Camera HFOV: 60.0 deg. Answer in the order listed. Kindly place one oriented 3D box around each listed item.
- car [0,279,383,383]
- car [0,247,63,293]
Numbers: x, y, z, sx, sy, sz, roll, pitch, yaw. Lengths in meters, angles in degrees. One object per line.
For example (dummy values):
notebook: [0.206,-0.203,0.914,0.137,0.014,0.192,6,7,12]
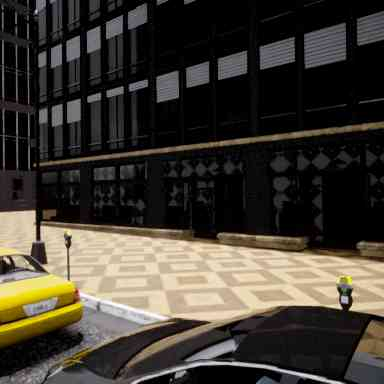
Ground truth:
car: [0.703,1.566,2.345,4.313,1.339,1.947,0,-1,35]
car: [-3.932,1.527,5.859,4.829,1.417,1.752,0,-1,35]
